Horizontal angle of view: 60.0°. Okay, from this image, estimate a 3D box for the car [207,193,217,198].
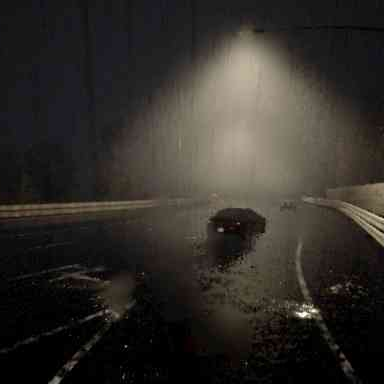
[{"bbox_3d":[5.520,1.018,94.182,1.882,1.535,5.008,1,0,-14],"label":"car"}]

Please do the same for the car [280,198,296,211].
[{"bbox_3d":[11.561,1.487,40.150,2.033,1.411,5.357,1,0,15],"label":"car"}]

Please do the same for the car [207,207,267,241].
[{"bbox_3d":[2.312,1.466,16.453,1.812,1.442,4.674,1,0,28],"label":"car"}]
